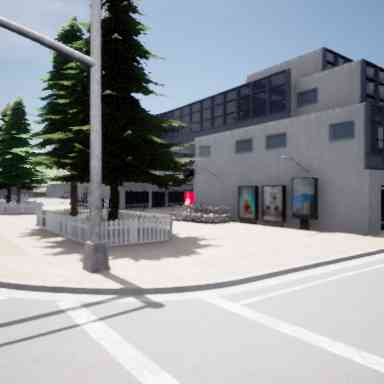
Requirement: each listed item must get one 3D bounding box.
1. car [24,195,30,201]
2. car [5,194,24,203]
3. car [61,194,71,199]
[{"bbox_3d":[-36.293,1.296,71.878,1.970,1.475,3.806,0,0,-37],"label":"car"},{"bbox_3d":[-34.251,1.297,64.146,1.845,1.501,3.633,0,0,-37],"label":"car"},{"bbox_3d":[-33.240,1.209,87.857,1.845,1.501,3.633,0,0,-37],"label":"car"}]
